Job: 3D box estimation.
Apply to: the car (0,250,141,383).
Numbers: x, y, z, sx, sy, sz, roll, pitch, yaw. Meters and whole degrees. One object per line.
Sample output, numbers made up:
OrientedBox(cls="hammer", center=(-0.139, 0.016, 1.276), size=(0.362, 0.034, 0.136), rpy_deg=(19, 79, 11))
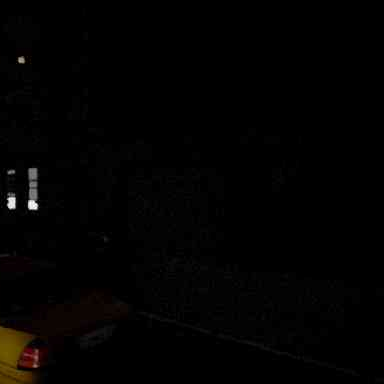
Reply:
OrientedBox(cls="car", center=(-2.916, 1.548, 4.944), size=(4.829, 1.417, 1.752), rpy_deg=(0, 0, 35))
